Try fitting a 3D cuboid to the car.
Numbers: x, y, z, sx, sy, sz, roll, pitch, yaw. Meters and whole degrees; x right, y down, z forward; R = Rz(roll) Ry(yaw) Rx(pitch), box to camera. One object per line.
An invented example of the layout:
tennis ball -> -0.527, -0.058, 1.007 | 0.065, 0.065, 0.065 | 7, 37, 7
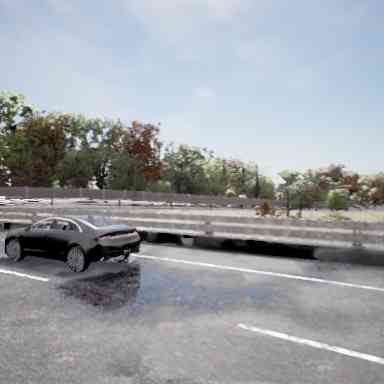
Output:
car -> -3.862, 1.433, 10.451 | 4.902, 1.511, 2.128 | 0, 0, 31
